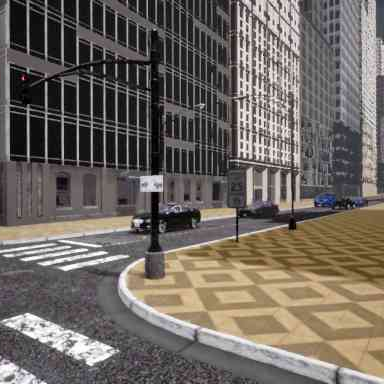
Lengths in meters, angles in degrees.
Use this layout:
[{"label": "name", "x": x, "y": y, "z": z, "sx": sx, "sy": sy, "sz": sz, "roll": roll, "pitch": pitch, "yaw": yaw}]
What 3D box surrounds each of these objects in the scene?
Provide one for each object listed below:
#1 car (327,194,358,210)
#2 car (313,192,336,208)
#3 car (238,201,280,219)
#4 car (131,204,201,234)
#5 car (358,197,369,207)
[{"label": "car", "x": 18.385, "y": 1.359, "z": 40.405, "sx": 1.837, "sy": 1.490, "sz": 4.892, "roll": 0, "pitch": 0, "yaw": 37}, {"label": "car", "x": 18.474, "y": 1.079, "z": 45.622, "sx": 2.150, "sy": 2.045, "sz": 5.566, "roll": 0, "pitch": 0, "yaw": 37}, {"label": "car", "x": 5.838, "y": 1.466, "z": 28.890, "sx": 2.033, "sy": 1.411, "sz": 5.357, "roll": 0, "pitch": 0, "yaw": 37}, {"label": "car", "x": -1.386, "y": 1.447, "z": 19.244, "sx": 2.128, "sy": 1.511, "sz": 4.902, "roll": 0, "pitch": 0, "yaw": 37}, {"label": "car", "x": 24.597, "y": 1.369, "z": 48.773, "sx": 2.033, "sy": 1.411, "sz": 5.357, "roll": 0, "pitch": 0, "yaw": 37}]
